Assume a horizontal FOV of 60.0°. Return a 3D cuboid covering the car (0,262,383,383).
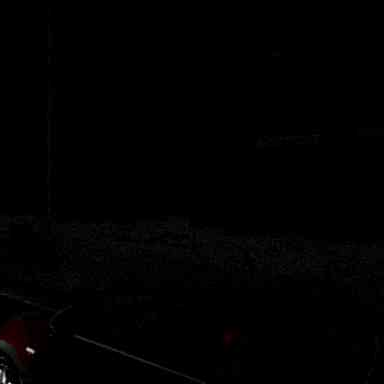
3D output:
[{"bbox_3d":[-0.273,1.454,3.270,4.097,1.590,1.967,0,0,36],"label":"car"}]
